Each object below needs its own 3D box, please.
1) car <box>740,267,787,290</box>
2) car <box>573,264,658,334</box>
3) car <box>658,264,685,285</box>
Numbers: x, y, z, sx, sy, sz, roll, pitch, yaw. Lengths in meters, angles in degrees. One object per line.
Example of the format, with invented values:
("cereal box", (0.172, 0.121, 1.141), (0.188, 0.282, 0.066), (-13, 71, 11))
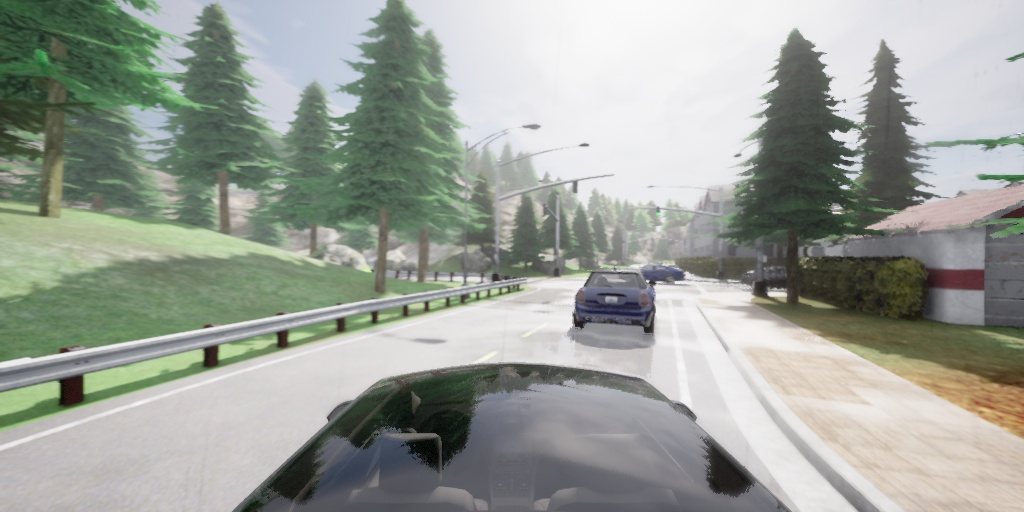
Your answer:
("car", (16.995, 1.442, 22.120), (4.902, 1.511, 2.128), (0, 0, 22))
("car", (3.331, 1.148, 11.181), (2.097, 1.767, 4.553), (0, 0, 21))
("car", (10.944, 1.378, 28.387), (5.008, 1.535, 1.882), (1, 0, 22))
